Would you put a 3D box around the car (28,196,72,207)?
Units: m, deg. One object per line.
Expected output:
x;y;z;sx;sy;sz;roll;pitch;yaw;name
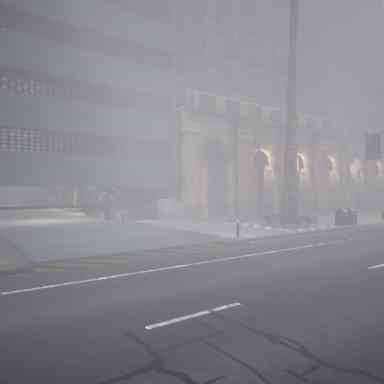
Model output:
-18.528;1.463;43.891;4.718;1.301;1.895;0;0;-36;car

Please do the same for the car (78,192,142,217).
-7.097;1.029;29.324;5.566;2.045;2.435;0;0;-36;car

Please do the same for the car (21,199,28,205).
-24.934;1.413;53.572;4.786;1.482;2.161;0;0;-36;car
